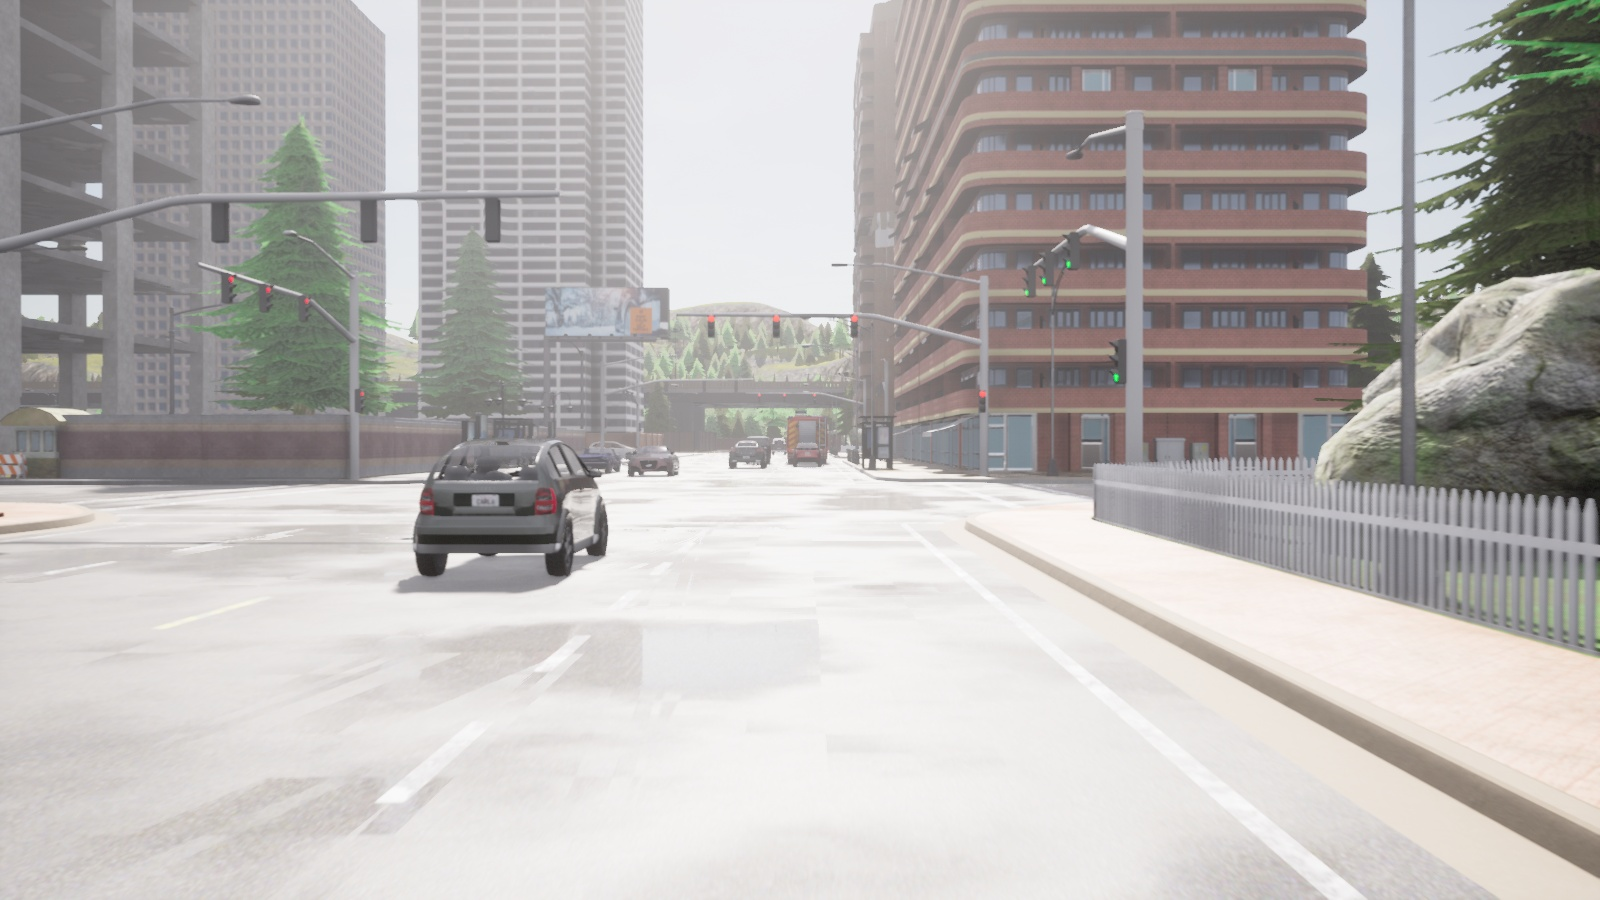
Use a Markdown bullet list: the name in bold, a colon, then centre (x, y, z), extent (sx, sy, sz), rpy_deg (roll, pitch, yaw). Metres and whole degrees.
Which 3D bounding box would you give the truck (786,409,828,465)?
- **truck**: centre (0.525, -0.930, 90.852), extent (2.891, 3.827, 8.468), rpy_deg (0, 0, 0)

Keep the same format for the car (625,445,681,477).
- **car**: centre (-6.657, 0.482, 57.362), extent (1.994, 1.385, 4.181), rpy_deg (0, 0, 1)

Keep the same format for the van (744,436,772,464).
- **van**: centre (-2.982, -0.009, 89.798), extent (1.775, 1.987, 4.442), rpy_deg (0, 0, 0)

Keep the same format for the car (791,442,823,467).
- **car**: centre (0.463, 0.243, 79.968), extent (2.007, 1.525, 4.514), rpy_deg (0, 0, 0)

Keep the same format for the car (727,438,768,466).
- **car**: centre (-3.068, 0.103, 74.419), extent (2.152, 1.651, 5.027), rpy_deg (0, 0, 0)

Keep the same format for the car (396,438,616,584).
- **car**: centre (-3.399, 0.637, 15.222), extent (1.789, 1.549, 3.705), rpy_deg (0, 0, 0)

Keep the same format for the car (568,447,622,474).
- **car**: centre (-10.135, 0.487, 62.459), extent (1.895, 1.301, 4.718), rpy_deg (0, 0, 0)
